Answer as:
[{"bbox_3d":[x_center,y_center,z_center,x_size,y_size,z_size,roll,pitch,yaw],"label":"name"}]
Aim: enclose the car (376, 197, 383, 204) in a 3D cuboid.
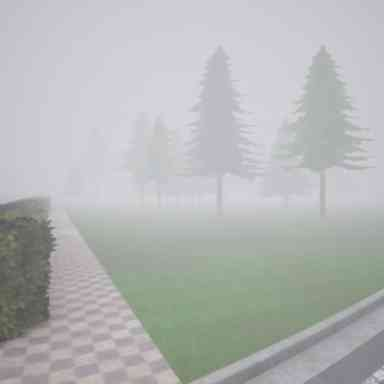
[{"bbox_3d":[36.605,1.543,63.377,1.994,1.385,4.181,0,0,18],"label":"car"}]
